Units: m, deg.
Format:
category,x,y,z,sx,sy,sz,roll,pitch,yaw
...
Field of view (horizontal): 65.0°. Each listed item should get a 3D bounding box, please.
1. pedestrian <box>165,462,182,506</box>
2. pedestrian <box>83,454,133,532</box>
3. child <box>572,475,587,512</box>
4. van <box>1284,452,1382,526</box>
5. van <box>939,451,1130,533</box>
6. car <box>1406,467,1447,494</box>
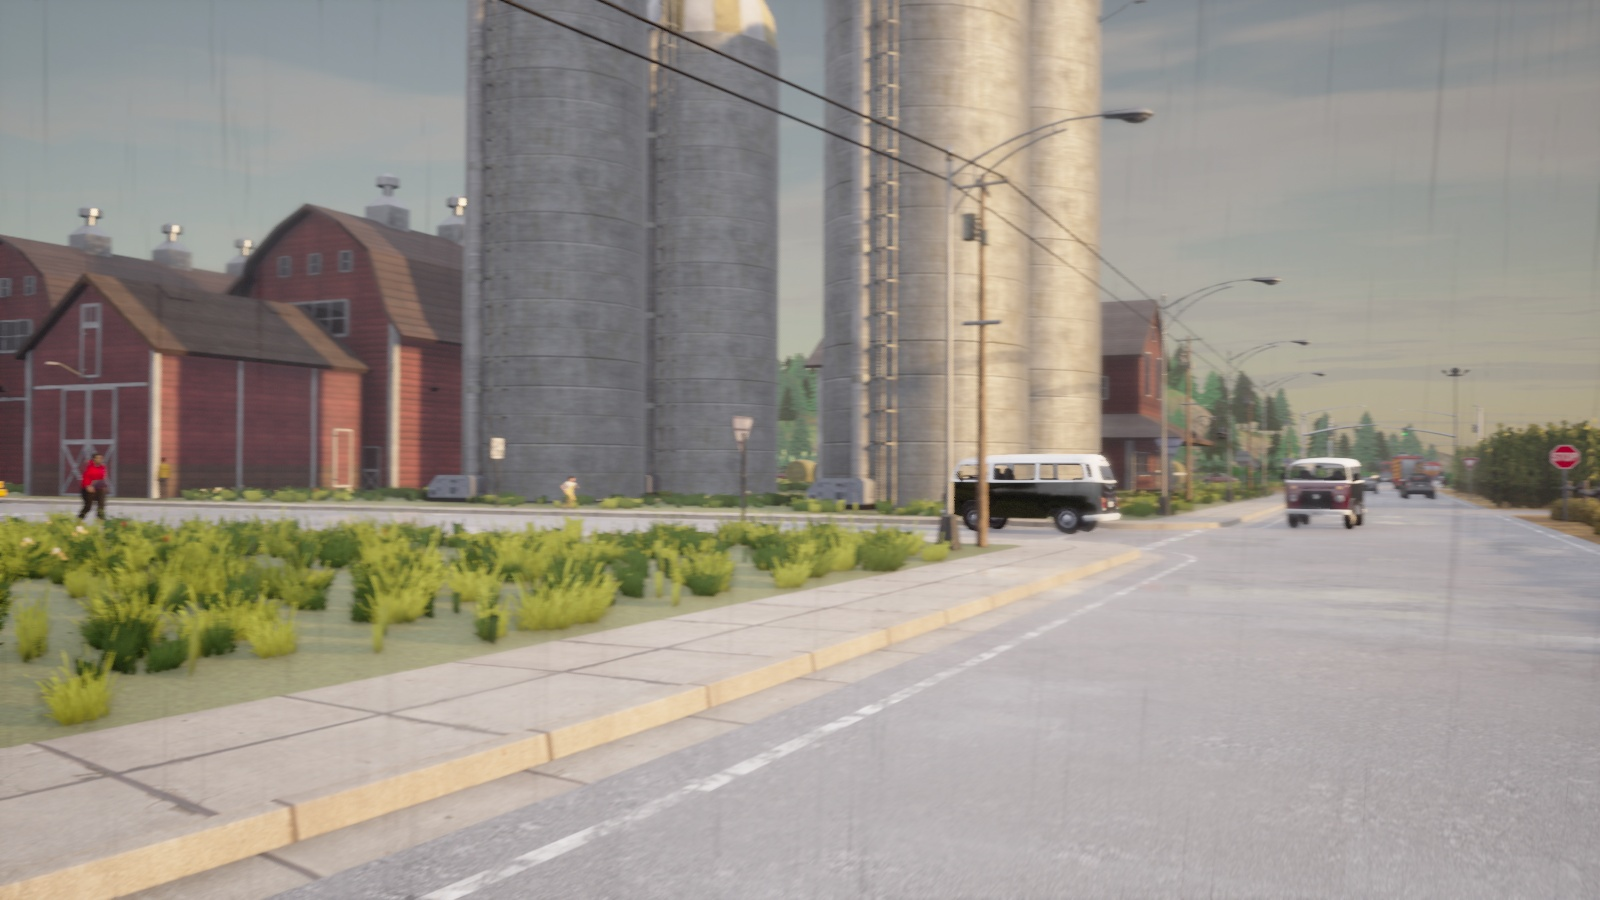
category,x,y,z,sx,sy,sz,roll,pitch,yaw
pedestrian,-26.501,1.431,53.146,0.431,1.840,0.709,1,-1,-44
pedestrian,-16.739,1.030,30.396,0.899,1.844,0.634,-1,-1,24
child,-7.680,1.501,43.658,0.437,1.263,0.270,-1,-1,28
van,15.663,1.109,36.772,2.069,2.038,4.480,-1,-1,30
van,6.129,1.073,32.907,4.480,2.038,2.069,-1,-1,29
car,39.397,1.907,78.986,1.851,1.617,3.988,0,-1,20
